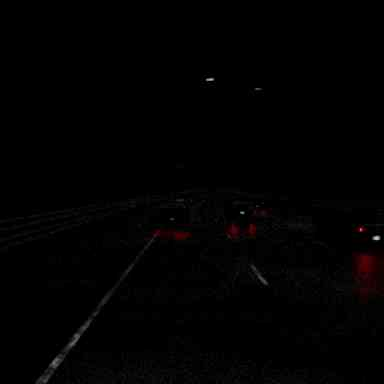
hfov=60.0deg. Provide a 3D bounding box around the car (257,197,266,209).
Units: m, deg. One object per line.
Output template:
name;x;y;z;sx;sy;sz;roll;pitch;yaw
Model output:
car;7.179;1.232;38.506;1.895;1.301;4.718;0;1;1

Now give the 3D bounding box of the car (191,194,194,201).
car;-1.036;1.184;30.336;1.882;1.535;5.008;0;1;0

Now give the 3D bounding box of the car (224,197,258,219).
car;3.603;1.273;26.050;1.812;1.442;4.674;0;1;0

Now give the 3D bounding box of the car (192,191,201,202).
car;0.487;1.016;56.799;1.994;1.385;4.181;0;1;2

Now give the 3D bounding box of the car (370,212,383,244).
car;3.599;1.204;1.867;2.150;2.045;5.566;0;1;0

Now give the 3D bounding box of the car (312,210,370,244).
car;7.094;1.455;14.996;1.895;1.301;4.718;0;1;0

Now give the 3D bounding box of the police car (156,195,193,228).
police car;-1.059;1.227;20.447;1.930;1.638;5.238;0;1;0

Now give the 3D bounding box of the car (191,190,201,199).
car;0.907;0.493;70.271;2.097;1.767;4.553;0;1;2
